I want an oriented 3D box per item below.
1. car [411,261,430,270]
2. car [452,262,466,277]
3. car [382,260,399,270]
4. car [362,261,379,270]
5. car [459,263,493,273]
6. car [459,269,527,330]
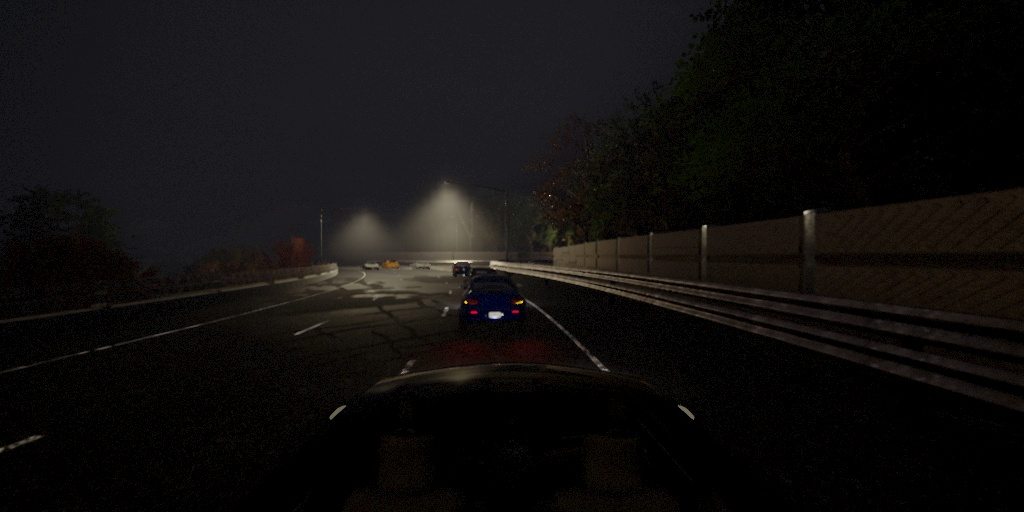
[{"bbox_3d":[-14.208,1.472,55.615,1.895,1.301,4.718,0,0,-29],"label":"car"},{"bbox_3d":[-5.224,1.371,37.501,2.033,1.411,5.357,0,0,-12],"label":"car"},{"bbox_3d":[-19.788,1.363,58.198,1.882,1.535,5.008,0,0,-32],"label":"car"},{"bbox_3d":[-21.629,1.483,54.556,1.895,1.301,4.718,0,0,-30],"label":"car"},{"bbox_3d":[-1.704,1.334,20.102,2.033,1.411,5.357,0,0,-10],"label":"car"},{"bbox_3d":[-0.633,1.294,11.162,1.812,1.442,4.674,0,0,-5],"label":"car"}]
